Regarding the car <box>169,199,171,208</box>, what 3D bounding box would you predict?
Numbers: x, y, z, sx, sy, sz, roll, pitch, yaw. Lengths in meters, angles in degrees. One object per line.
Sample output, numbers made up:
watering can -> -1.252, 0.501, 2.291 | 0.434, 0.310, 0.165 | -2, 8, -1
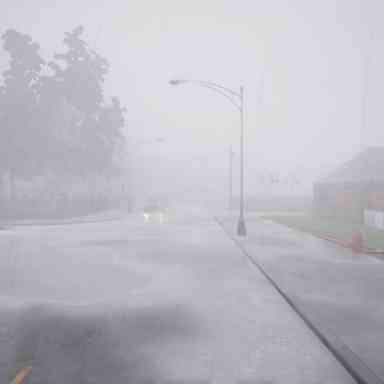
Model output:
car -> -4.185, 1.352, 48.161 | 2.097, 1.767, 4.553 | 0, 0, 0

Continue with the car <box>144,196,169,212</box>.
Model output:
car -> -4.183, 1.352, 37.909 | 2.097, 1.767, 4.553 | 0, 0, 0
